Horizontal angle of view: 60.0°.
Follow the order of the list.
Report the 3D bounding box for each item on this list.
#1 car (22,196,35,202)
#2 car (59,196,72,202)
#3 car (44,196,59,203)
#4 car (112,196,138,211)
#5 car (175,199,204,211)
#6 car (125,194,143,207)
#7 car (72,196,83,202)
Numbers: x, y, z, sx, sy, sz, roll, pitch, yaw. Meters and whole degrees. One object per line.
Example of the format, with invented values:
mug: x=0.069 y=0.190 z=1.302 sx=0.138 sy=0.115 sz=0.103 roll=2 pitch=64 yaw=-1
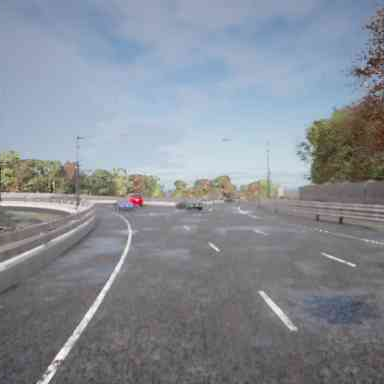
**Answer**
car: x=-41.292 y=1.839 z=83.880 sx=4.674 sy=1.442 sz=1.812 roll=-1 pitch=0 yaw=36
car: x=-31.786 y=1.724 z=80.384 sx=4.553 sy=1.767 sz=2.097 roll=-1 pitch=0 yaw=41
car: x=-33.525 y=1.977 z=77.227 sx=4.718 sy=1.301 sz=1.895 roll=-1 pitch=0 yaw=41
car: x=-8.890 y=1.653 z=42.587 sx=2.033 sy=1.411 sz=5.357 roll=-1 pitch=0 yaw=-24
car: x=-0.372 y=1.555 z=40.291 sx=2.033 sy=1.411 sz=5.357 roll=-1 pitch=0 yaw=-22
car: x=-9.295 y=1.333 z=51.296 sx=2.150 sy=2.045 sz=5.566 roll=0 pitch=0 yaw=-28
car: x=-29.182 y=1.688 z=82.734 sx=4.553 sy=1.767 sz=2.097 roll=-1 pitch=0 yaw=41
